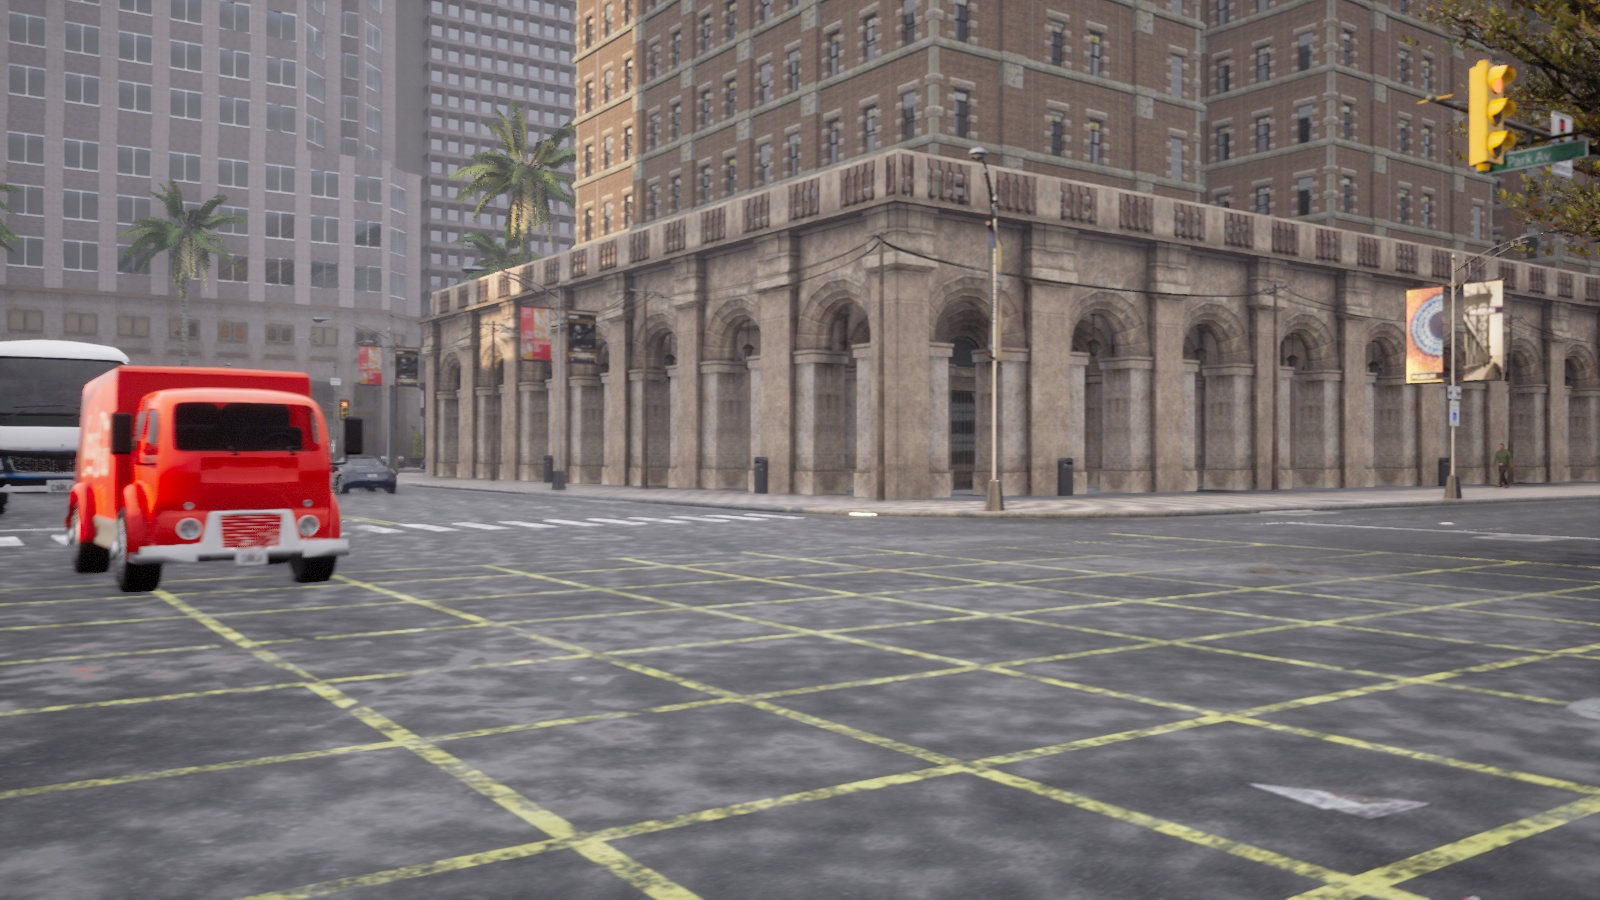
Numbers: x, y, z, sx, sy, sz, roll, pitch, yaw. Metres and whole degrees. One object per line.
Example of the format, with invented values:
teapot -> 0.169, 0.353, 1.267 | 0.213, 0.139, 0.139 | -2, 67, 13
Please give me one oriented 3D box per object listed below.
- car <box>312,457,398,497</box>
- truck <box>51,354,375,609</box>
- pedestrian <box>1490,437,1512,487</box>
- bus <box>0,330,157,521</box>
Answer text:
car -> -16.554, 0.958, 46.600 | 1.994, 1.385, 4.181 | 0, 0, -35
truck -> -7.184, 0.310, 14.996 | 2.627, 2.467, 5.204 | 0, 0, -35
pedestrian -> 27.335, 0.466, 48.972 | 0.788, 1.949, 0.423 | 0, 0, -35
bus -> -19.864, -0.508, 32.984 | 3.944, 4.253, 10.273 | 0, 0, -35
